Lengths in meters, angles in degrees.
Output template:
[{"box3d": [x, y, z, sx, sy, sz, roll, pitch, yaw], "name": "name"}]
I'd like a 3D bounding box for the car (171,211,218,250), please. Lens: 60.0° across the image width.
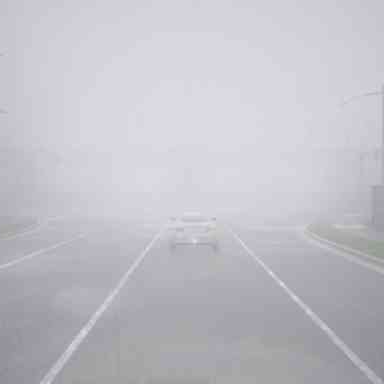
[{"box3d": [0.078, 1.533, 14.275, 1.812, 1.442, 4.674, 0, 0, 0], "name": "car"}]
